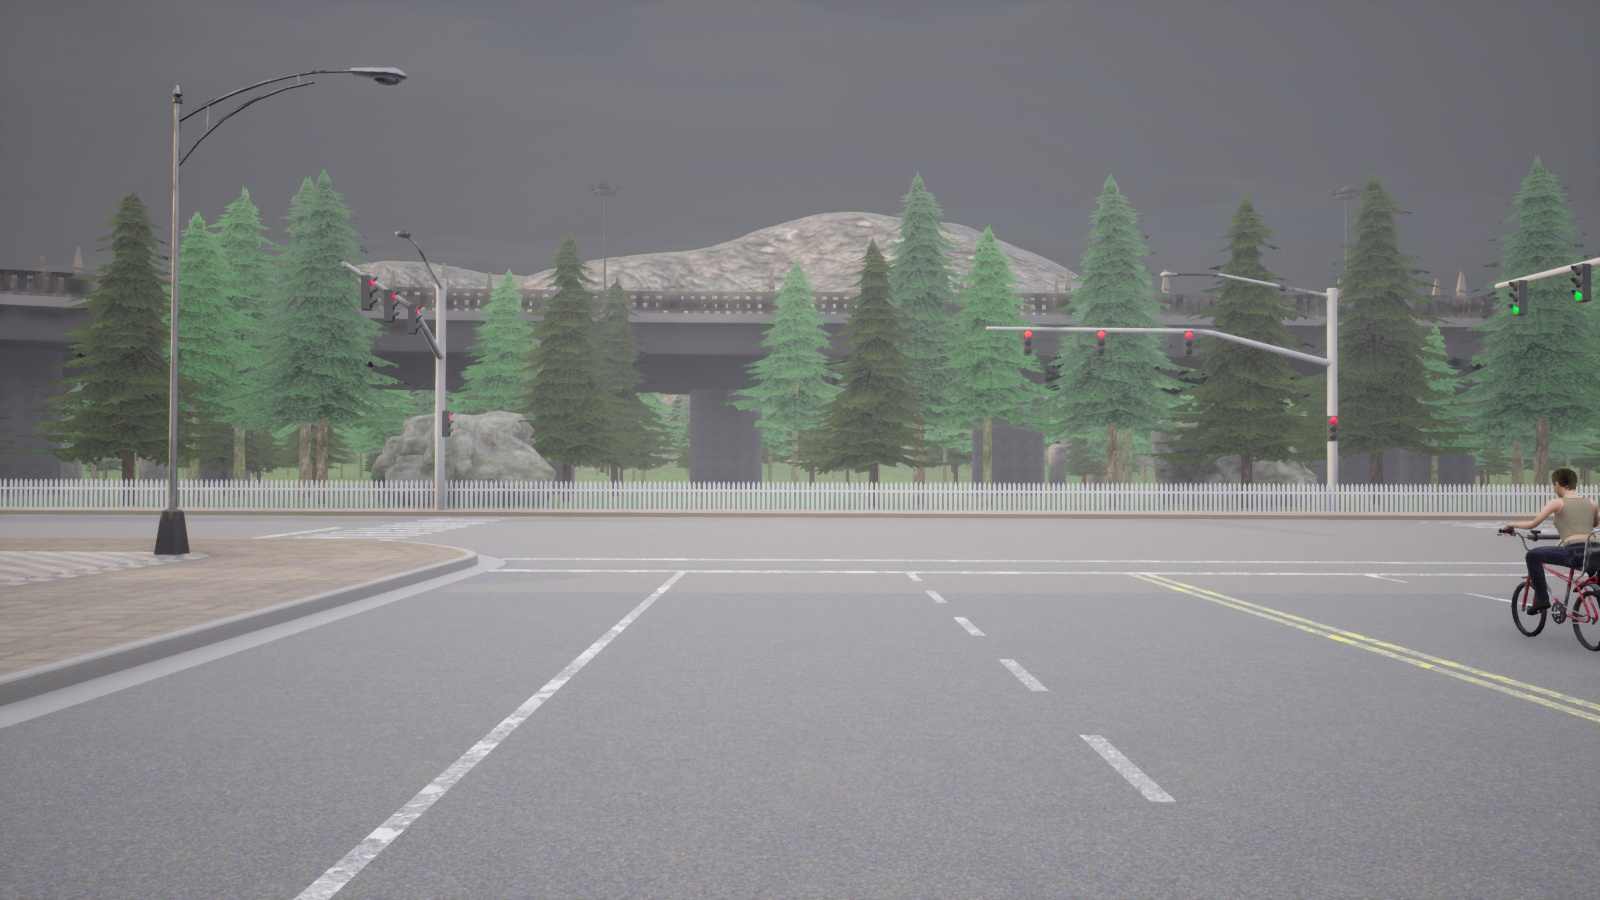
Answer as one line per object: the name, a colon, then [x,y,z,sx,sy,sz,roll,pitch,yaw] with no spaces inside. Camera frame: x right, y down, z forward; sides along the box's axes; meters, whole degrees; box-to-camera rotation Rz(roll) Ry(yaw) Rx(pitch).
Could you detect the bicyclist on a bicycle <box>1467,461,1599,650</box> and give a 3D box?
bicyclist on a bicycle: [6.975,0.916,11.527,0.866,1.612,1.509,0,-1,0]
